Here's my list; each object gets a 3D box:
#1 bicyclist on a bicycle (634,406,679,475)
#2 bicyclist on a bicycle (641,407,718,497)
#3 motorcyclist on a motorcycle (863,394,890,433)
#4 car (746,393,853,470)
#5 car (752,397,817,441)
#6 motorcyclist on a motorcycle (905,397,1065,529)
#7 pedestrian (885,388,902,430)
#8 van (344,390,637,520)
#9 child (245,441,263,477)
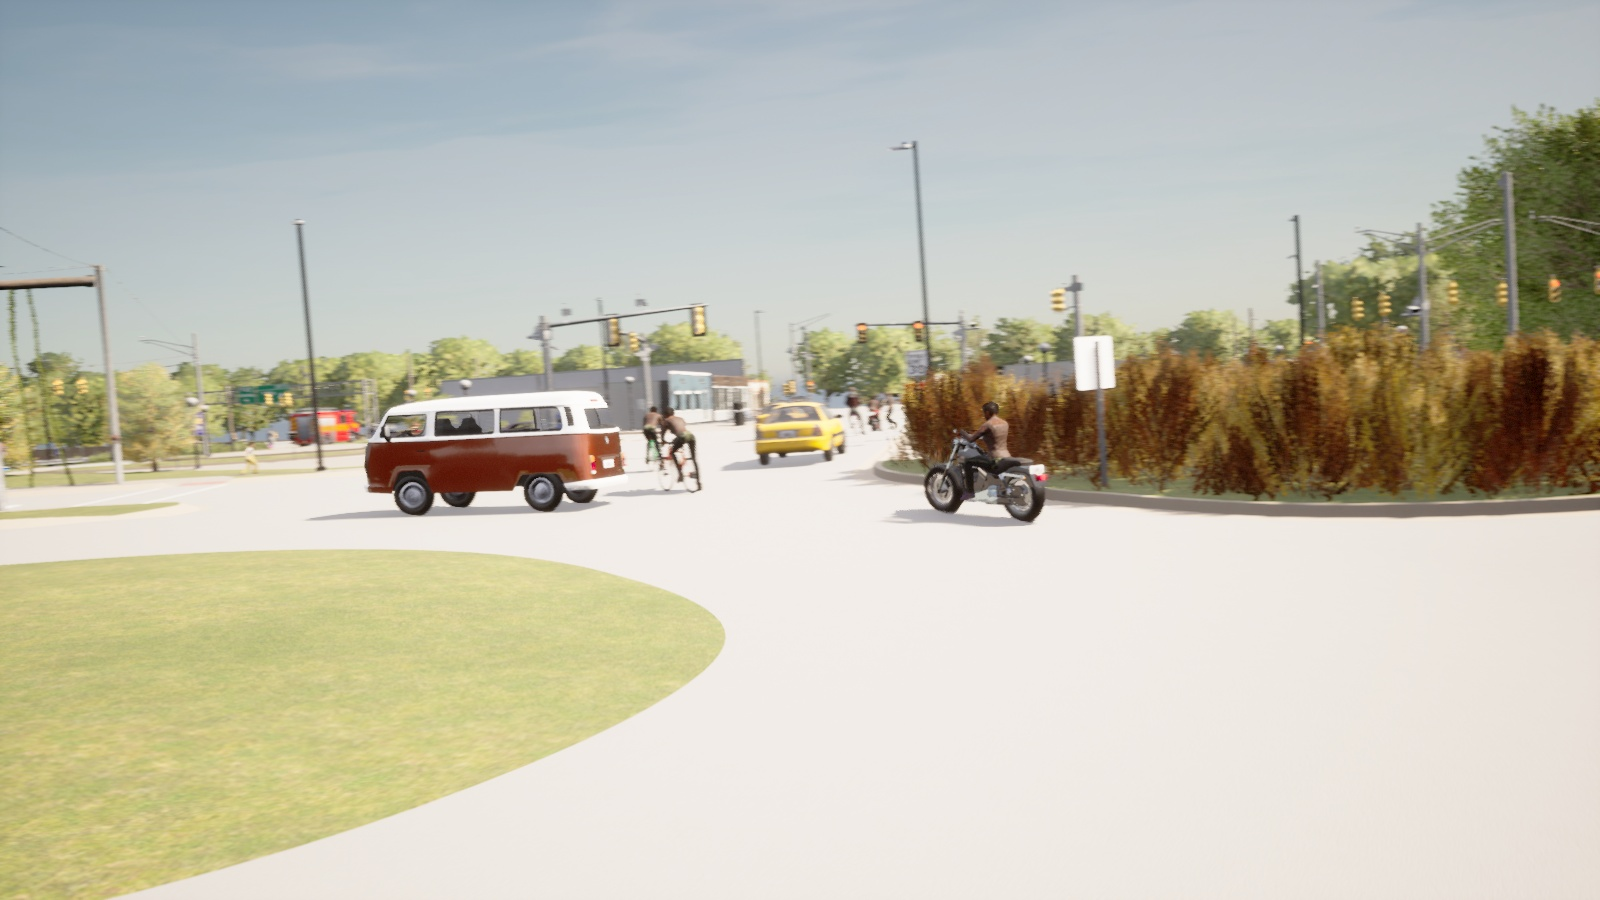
[{"bbox_3d":[-3.545,-0.250,31.129,0.582,1.620,1.656,-4,2,8],"label":"bicyclist on a bicycle"},{"bbox_3d":[-2.306,0.022,23.898,0.582,1.620,1.656,-7,4,-35],"label":"bicyclist on a bicycle"},{"bbox_3d":[3.203,-1.523,52.252,0.797,1.523,2.044,-4,1,10],"label":"motorcyclist on a motorcycle"},{"bbox_3d":[0.093,-0.546,31.231,1.801,1.575,5.366,-4,3,8],"label":"car"},{"bbox_3d":[-0.574,-1.294,51.830,1.801,1.575,5.366,-4,1,8],"label":"car"},{"bbox_3d":[2.501,0.130,17.289,0.766,1.649,2.350,-5,4,-32],"label":"motorcyclist on a motorcycle"},{"bbox_3d":[4.220,-1.875,56.977,0.634,1.846,0.331,-4,3,3],"label":"pedestrian"},{"bbox_3d":[-5.410,0.069,22.178,4.480,2.038,2.069,-2,2,14],"label":"van"},{"bbox_3d":[-19.624,0.313,45.114,0.437,1.263,0.270,-6,3,-30],"label":"child"}]
